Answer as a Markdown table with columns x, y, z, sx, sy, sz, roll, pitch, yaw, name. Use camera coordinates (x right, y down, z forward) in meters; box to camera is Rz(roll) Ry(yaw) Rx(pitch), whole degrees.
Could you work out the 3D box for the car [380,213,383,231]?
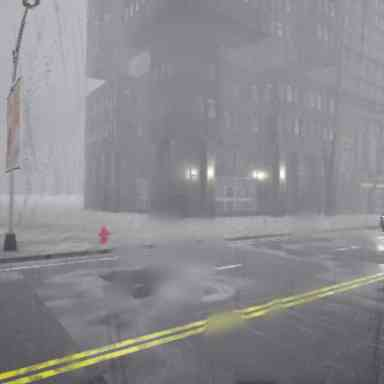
| x | y | z | sx | sy | sz | roll | pitch | yaw | name |
| --- | --- | --- | --- | --- | --- | --- | --- | --- | --- |
| 14.825 | 1.639 | 22.239 | 5.566 | 2.045 | 2.150 | 2 | -1 | -35 | car |
